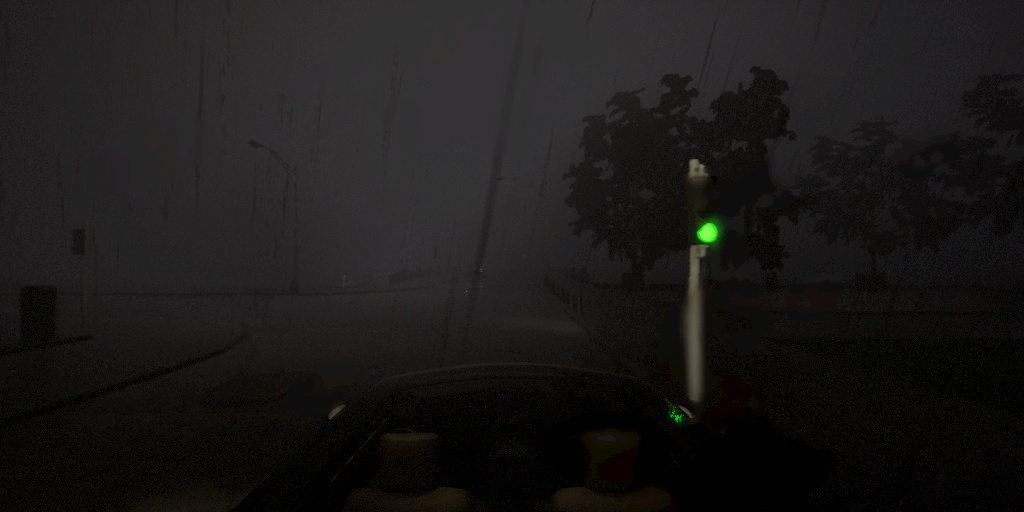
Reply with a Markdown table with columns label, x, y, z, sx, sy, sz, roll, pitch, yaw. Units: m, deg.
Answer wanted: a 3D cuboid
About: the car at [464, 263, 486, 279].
| label | x | y | z | sx | sy | sz | roll | pitch | yaw |
| --- | --- | --- | --- | --- | --- | --- | --- | --- | --- |
| car | -4.013 | 1.519 | 39.664 | 2.097 | 1.767 | 4.553 | 0 | -1 | 0 |
